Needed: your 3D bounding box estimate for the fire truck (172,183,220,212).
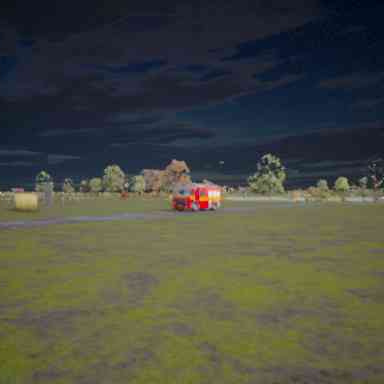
[{"bbox_3d":[0.783,0.764,47.247,2.891,3.827,8.468,-1,-1,34],"label":"fire truck"}]
